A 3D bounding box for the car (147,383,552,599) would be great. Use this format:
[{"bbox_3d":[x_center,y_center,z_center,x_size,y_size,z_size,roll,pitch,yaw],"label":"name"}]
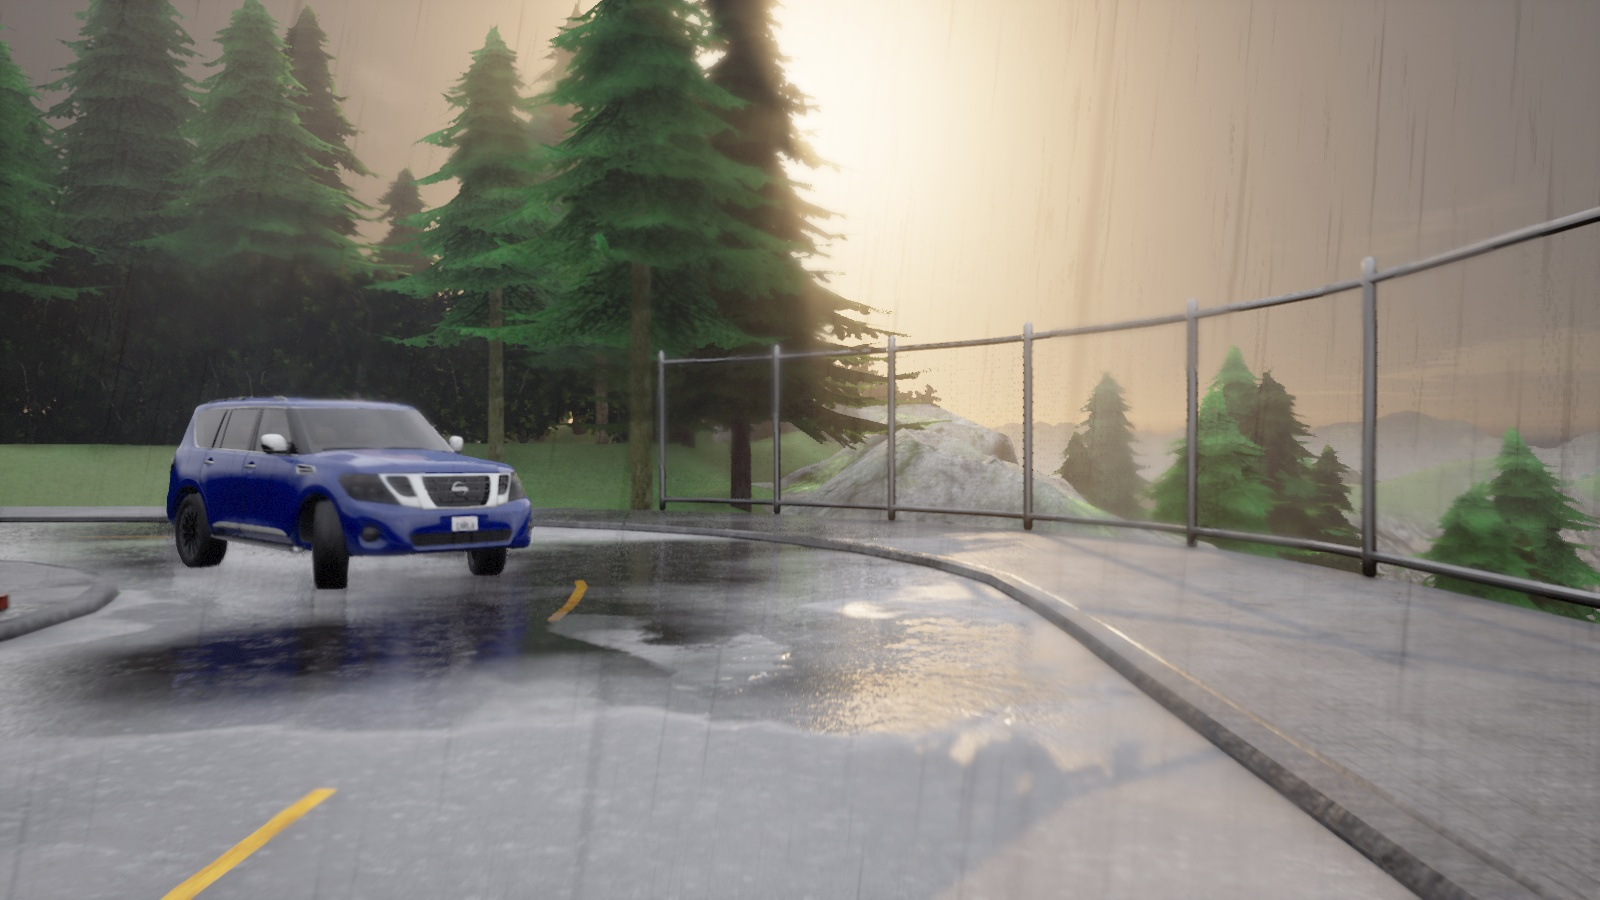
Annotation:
[{"bbox_3d":[-5.420,0.380,14.581,5.566,2.045,2.150,0,0,44],"label":"car"}]
